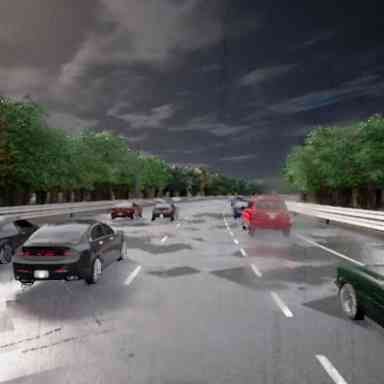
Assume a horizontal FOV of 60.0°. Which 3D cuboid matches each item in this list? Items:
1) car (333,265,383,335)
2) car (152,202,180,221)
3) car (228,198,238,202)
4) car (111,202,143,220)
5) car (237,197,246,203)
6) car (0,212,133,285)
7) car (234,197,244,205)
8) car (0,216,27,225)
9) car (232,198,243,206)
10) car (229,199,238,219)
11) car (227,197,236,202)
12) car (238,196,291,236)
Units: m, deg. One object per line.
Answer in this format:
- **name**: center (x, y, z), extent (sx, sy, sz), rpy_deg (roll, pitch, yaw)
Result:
- **car**: center (3.667, 1.631, 4.407), extent (1.895, 1.301, 4.718), rpy_deg (0, 0, 1)
- **car**: center (-2.261, 1.670, 28.972), extent (1.837, 1.490, 4.892), rpy_deg (0, 0, 4)
- **car**: center (5.736, 1.791, 41.338), extent (2.033, 1.411, 5.357), rpy_deg (0, 0, 6)
- **car**: center (-5.713, 1.645, 29.764), extent (1.882, 1.535, 5.008), rpy_deg (0, 0, 4)
- **car**: center (12.485, 2.086, 83.480), extent (1.994, 1.385, 4.181), rpy_deg (0, 0, 12)
- **car**: center (-3.226, 1.558, 9.684), extent (1.837, 1.490, 4.892), rpy_deg (0, 0, 1)
- **car**: center (10.378, 1.881, 73.016), extent (2.033, 1.649, 4.856), rpy_deg (0, 0, 11)
- **car**: center (-6.668, 1.582, 11.762), extent (1.812, 1.442, 4.674), rpy_deg (1, -1, 2)
- **car**: center (8.551, 1.856, 62.500), extent (1.882, 1.535, 5.008), rpy_deg (0, 0, 9)
- **car**: center (4.753, 1.685, 30.739), extent (2.163, 1.488, 4.792), rpy_deg (0, 0, 5)
- **car**: center (11.173, 2.043, 93.829), extent (2.033, 1.411, 5.357), rpy_deg (0, 0, 14)
- **car**: center (4.151, 1.337, 19.291), extent (2.150, 2.045, 5.566), rpy_deg (0, 0, 3)
